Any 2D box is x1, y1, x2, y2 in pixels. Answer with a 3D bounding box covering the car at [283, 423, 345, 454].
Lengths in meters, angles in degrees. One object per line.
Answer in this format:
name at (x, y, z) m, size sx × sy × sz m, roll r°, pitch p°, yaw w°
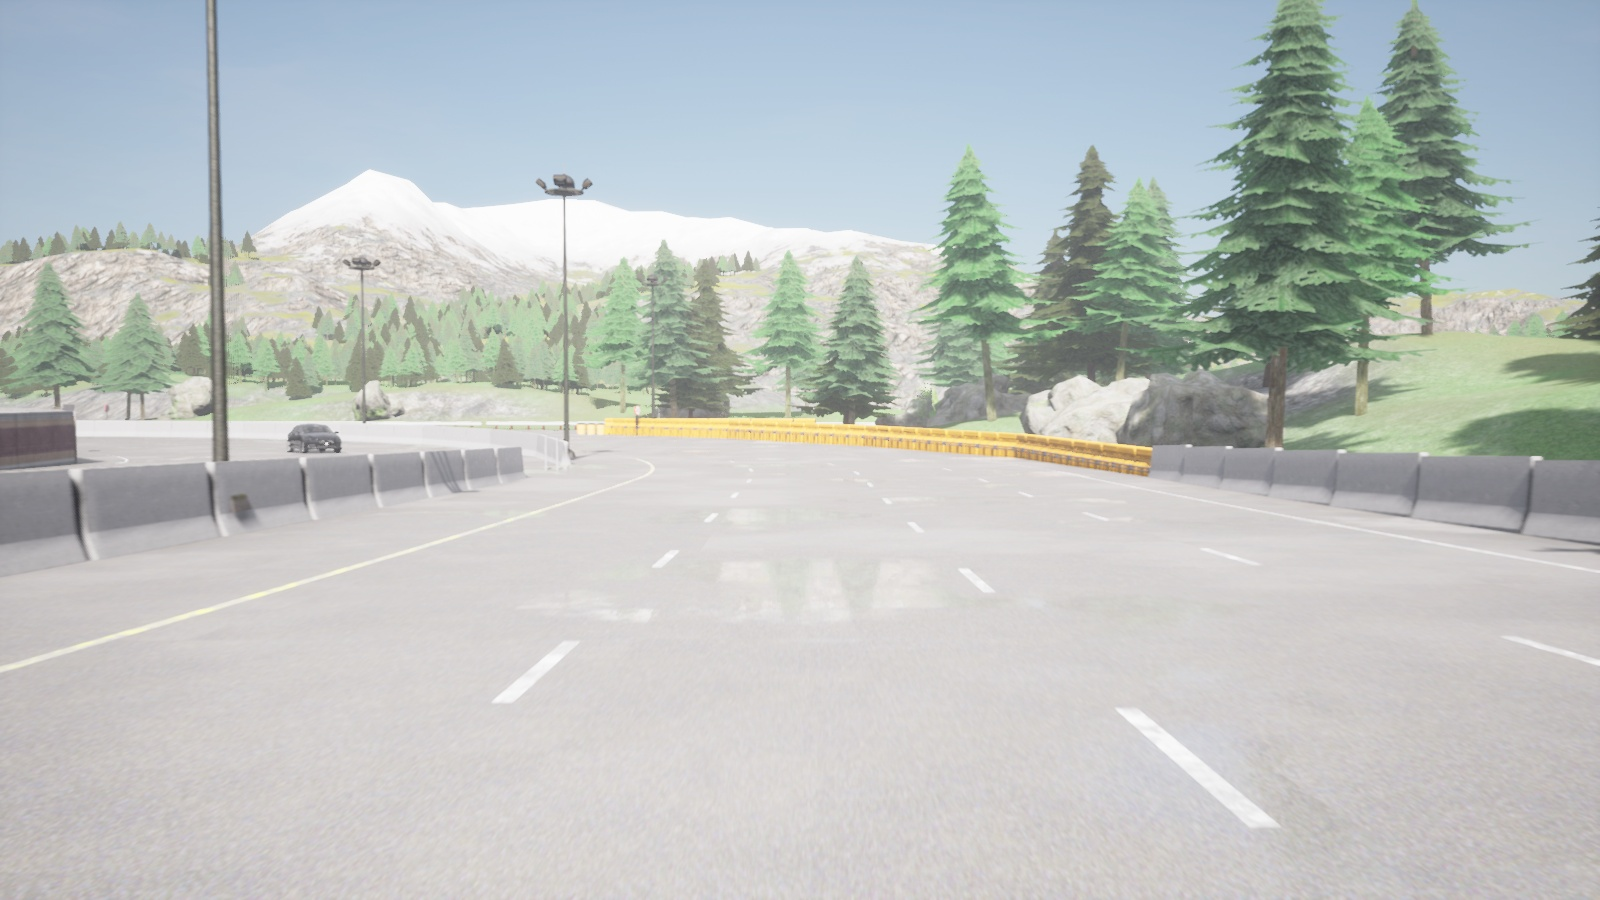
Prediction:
car at (-25.016, -0.619, 64.541) m, size 1.837 × 1.490 × 4.892 m, roll -1°, pitch 2°, yaw -35°
